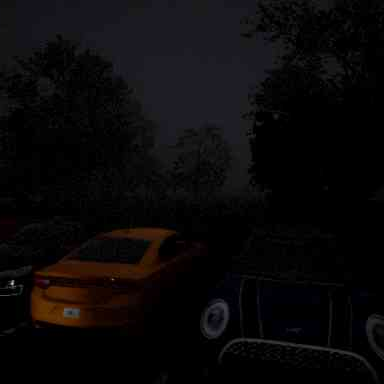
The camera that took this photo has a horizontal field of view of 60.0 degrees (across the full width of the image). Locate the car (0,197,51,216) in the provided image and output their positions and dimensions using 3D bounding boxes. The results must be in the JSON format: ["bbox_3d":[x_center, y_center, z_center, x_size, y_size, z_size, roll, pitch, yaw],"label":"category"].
[{"bbox_3d":[-5.829,1.155,10.193,2.435,2.045,5.566,1,0,14],"label":"car"}]

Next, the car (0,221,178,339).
[{"bbox_3d":[-0.958,1.461,6.764,2.097,1.535,5.008,0,0,15],"label":"car"}]

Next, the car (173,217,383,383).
[{"bbox_3d":[1.489,1.352,5.084,2.185,1.767,4.553,1,0,15],"label":"car"}]

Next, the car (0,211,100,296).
[{"bbox_3d":[-3.384,1.440,8.475,2.231,1.521,4.892,1,0,15],"label":"car"}]
